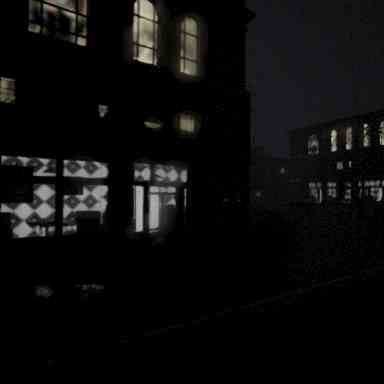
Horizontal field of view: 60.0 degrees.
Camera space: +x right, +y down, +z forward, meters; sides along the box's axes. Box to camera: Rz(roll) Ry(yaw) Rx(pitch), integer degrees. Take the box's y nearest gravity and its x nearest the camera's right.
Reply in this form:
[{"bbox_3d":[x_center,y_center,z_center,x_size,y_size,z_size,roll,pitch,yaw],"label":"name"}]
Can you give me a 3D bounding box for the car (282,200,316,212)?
[{"bbox_3d":[12.493,1.570,39.194,2.008,1.369,4.403,1,-1,-28],"label":"car"}]
